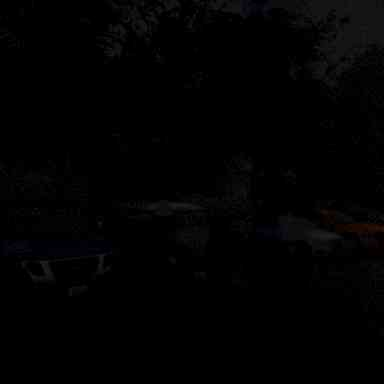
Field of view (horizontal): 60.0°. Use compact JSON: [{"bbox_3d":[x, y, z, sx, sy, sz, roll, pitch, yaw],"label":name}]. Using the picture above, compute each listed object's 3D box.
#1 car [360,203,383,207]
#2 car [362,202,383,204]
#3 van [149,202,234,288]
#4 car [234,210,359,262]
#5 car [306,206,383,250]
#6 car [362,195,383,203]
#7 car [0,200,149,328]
[{"bbox_3d":[7.869,1.478,15.709,2.231,1.521,4.892,0,0,-36],"label":"car"},{"bbox_3d":[10.119,1.505,17.346,2.163,1.488,4.792,0,0,-36],"label":"car"},{"bbox_3d":[-1.119,1.256,9.126,1.878,1.987,4.442,0,0,-36],"label":"van"},{"bbox_3d":[3.341,1.521,12.464,2.002,1.452,4.674,0,0,-36],"label":"car"},{"bbox_3d":[5.605,1.479,14.087,2.097,1.535,5.008,0,0,-36],"label":"car"},{"bbox_3d":[12.419,1.222,18.922,2.435,2.045,5.566,0,0,-36],"label":"car"},{"bbox_3d":[-3.435,1.232,7.577,2.435,2.045,5.566,0,0,-36],"label":"car"}]
